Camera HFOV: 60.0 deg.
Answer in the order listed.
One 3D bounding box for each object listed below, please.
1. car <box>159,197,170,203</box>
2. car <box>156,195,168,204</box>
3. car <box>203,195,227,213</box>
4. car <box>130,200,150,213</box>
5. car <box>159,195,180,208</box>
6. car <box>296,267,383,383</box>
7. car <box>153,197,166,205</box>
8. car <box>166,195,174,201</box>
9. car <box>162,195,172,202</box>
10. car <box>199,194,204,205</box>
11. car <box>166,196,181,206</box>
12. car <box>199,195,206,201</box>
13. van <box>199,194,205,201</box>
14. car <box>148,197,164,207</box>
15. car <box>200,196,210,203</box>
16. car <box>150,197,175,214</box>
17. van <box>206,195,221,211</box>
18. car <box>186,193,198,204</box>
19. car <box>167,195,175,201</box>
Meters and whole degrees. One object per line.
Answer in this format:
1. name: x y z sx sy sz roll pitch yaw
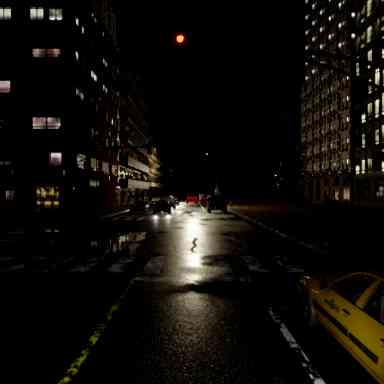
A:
1. car: -5.696 1.637 69.556 1.802 1.307 4.206 0 0 0
2. car: -5.697 1.487 64.029 1.967 1.590 4.097 0 0 0
3. car: 2.684 1.326 36.397 2.192 1.841 5.009 0 0 0
4. car: -5.694 1.562 36.396 2.008 1.369 4.403 0 0 0
5. car: -3.090 1.567 45.432 2.033 1.411 5.357 0 0 0
6. car: 2.686 1.525 4.154 1.752 1.417 4.829 0 0 0
7. car: -5.696 1.582 58.501 1.887 1.381 4.507 0 0 0
8. car: -5.697 1.611 85.966 1.752 1.417 4.829 0 0 0
9. car: -5.697 1.505 75.082 1.967 1.590 4.097 0 0 0
10. car: 2.683 1.353 58.502 2.192 1.841 5.009 0 0 0
11. car: -3.048 1.525 55.625 2.128 1.511 4.902 0 0 0
12. car: 2.683 1.611 86.306 1.752 1.417 4.829 0 0 0
13. van: 2.682 1.439 91.662 1.690 1.788 3.998 0 0 0
14. car: -5.696 1.580 52.975 2.008 1.369 4.403 0 0 0
15. car: 2.684 1.600 69.556 1.887 1.381 4.507 0 0 0
16. car: -3.123 1.558 35.304 2.033 1.411 5.357 0 0 -4
17. van: 2.684 1.357 41.922 1.690 1.788 3.998 0 0 0
18. car: -0.003 1.270 65.203 2.150 2.045 5.566 0 0 0
19. car: -5.697 1.642 91.661 1.887 1.381 4.507 0 0 0
